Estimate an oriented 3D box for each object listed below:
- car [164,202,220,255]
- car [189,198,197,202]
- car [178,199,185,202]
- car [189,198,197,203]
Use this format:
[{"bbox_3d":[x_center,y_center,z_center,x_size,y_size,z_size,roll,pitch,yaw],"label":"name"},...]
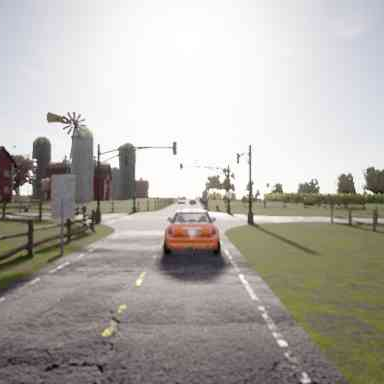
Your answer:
[{"bbox_3d":[-0.008,1.486,14.093,2.097,1.767,4.553,0,-1,0],"label":"car"},{"bbox_3d":[0.235,2.347,83.692,1.812,1.442,4.674,0,-1,0],"label":"car"},{"bbox_3d":[-2.526,2.348,81.436,2.033,1.411,5.357,0,-1,0],"label":"car"},{"bbox_3d":[0.289,2.336,94.949,1.994,1.385,4.181,0,-1,0],"label":"car"}]
